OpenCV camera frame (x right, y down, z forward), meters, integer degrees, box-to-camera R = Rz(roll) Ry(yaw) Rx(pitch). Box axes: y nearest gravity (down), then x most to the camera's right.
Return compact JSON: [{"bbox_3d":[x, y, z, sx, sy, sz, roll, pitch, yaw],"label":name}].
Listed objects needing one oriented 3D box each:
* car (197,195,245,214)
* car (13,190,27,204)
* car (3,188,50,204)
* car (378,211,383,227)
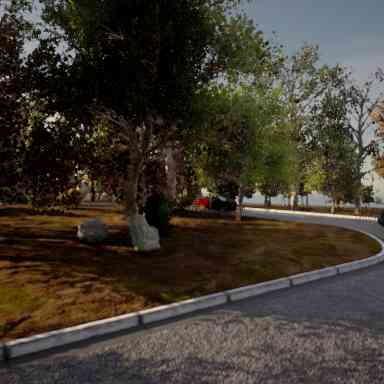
[{"bbox_3d":[2.502,1.010,29.453,1.882,1.535,5.008,1,0,-36],"label":"car"},{"bbox_3d":[-18.186,0.618,34.213,4.674,1.442,1.812,1,-1,-36],"label":"car"},{"bbox_3d":[-18.720,0.475,37.763,4.553,1.767,2.097,1,-1,-33],"label":"car"},{"bbox_3d":[10.180,1.413,14.222,2.033,1.411,5.357,1,4,0],"label":"car"}]
